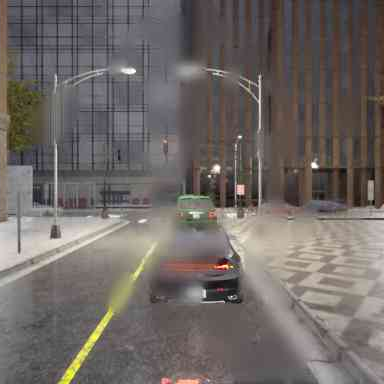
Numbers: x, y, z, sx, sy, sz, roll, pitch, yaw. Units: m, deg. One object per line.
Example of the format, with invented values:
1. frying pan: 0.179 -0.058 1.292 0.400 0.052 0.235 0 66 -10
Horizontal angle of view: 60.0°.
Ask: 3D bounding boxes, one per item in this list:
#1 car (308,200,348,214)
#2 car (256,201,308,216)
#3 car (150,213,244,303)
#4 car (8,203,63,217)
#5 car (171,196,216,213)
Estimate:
1. car: 12.744 1.491 33.526 5.357 1.411 2.033 0 0 0
2. car: 7.946 1.537 30.329 4.181 1.385 1.994 0 0 0
3. car: 0.085 1.505 8.158 1.837 1.490 4.892 0 0 0
4. car: -14.338 1.660 30.340 4.718 1.301 1.895 0 0 0
5. car: 0.046 1.221 18.149 2.150 2.045 5.566 0 0 -3
